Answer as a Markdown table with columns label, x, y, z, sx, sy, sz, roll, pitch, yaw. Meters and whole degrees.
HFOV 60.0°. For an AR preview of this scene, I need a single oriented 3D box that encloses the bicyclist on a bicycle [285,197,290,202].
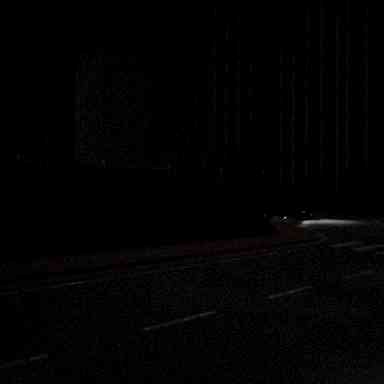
| label | x | y | z | sx | sy | sz | roll | pitch | yaw |
| --- | --- | --- | --- | --- | --- | --- | --- | --- | --- |
| bicyclist on a bicycle | 12.730 | 1.509 | 44.462 | 1.656 | 1.620 | 0.582 | 0 | 0 | -36 |

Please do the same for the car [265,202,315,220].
| label | x | y | z | sx | sy | sz | roll | pitch | yaw |
| --- | --- | --- | --- | --- | --- | --- | --- | --- | --- |
| car | 8.594 | 1.647 | 29.642 | 1.812 | 1.442 | 4.674 | 1 | 0 | -36 |
